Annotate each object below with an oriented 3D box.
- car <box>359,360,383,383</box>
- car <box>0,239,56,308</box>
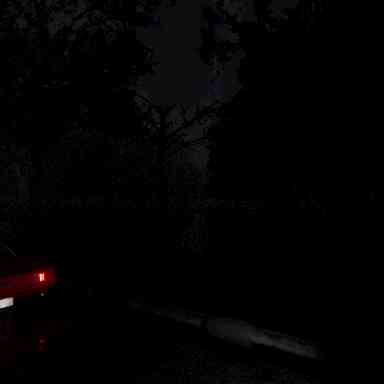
[{"bbox_3d":[3.162,1.504,1.122,4.892,1.490,1.837,0,0,35],"label":"car"},{"bbox_3d":[-4.993,1.611,6.964,4.718,1.301,1.895,0,0,36],"label":"car"}]
